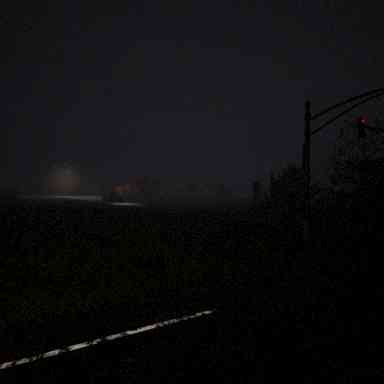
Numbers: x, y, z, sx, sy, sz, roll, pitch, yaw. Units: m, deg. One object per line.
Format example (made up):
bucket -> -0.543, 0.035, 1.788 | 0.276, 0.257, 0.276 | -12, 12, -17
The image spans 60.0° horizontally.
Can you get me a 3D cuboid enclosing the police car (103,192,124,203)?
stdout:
police car -> -11.754, 0.822, 49.829 | 2.038, 1.542, 4.974 | 1, 0, -32
